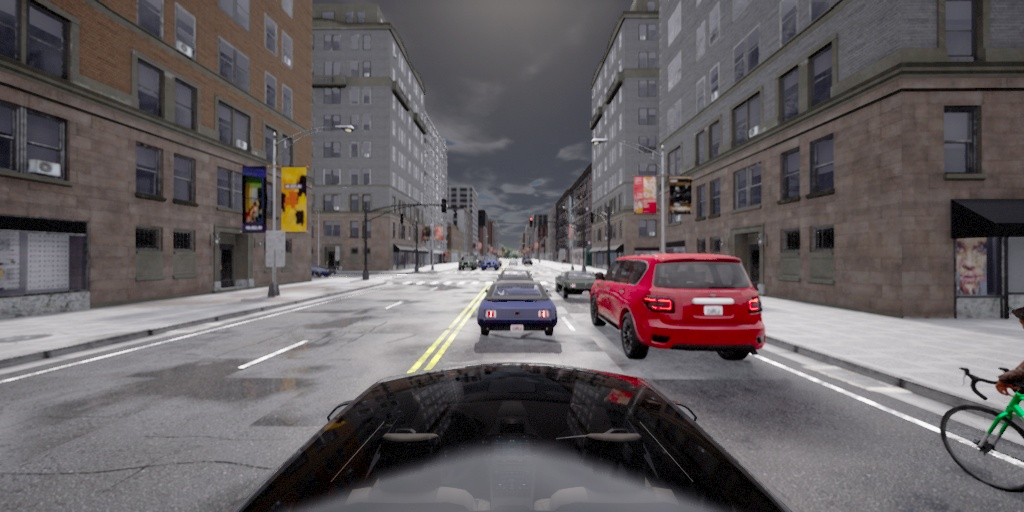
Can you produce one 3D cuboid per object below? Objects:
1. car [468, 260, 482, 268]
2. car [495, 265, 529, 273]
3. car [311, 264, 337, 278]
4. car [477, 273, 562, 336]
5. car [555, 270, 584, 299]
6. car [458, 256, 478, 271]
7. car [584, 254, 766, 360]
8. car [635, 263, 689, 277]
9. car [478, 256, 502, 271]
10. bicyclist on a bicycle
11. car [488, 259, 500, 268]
[{"bbox_3d":[-6.335,1.364,61.532,1.994,1.385,4.181,0,0,0],"label":"car"},{"bbox_3d":[0.169,1.364,19.523,1.895,1.301,4.718,0,0,0],"label":"car"},{"bbox_3d":[-19.566,1.299,33.870,5.357,1.411,2.033,0,0,1],"label":"car"},{"bbox_3d":[0.133,1.356,10.418,1.895,1.301,4.718,0,0,0],"label":"car"},{"bbox_3d":[3.314,1.362,18.261,1.895,1.301,4.718,0,0,0],"label":"car"},{"bbox_3d":[-6.388,1.015,52.126,2.150,2.045,5.566,0,0,0],"label":"car"},{"bbox_3d":[3.350,0.976,8.492,2.150,2.045,5.566,0,0,2],"label":"car"},{"bbox_3d":[15.199,1.427,36.540,4.718,1.301,1.895,0,0,0],"label":"car"},{"bbox_3d":[-3.113,1.014,51.825,2.150,2.045,5.566,0,0,2],"label":"car"},{"bbox_3d":[4.149,1.203,2.659,0.582,1.620,1.656,0,0,0],"label":"bicyclist on a bicycle"},{"bbox_3d":[-3.082,1.326,61.342,1.812,1.442,4.674,0,0,1],"label":"car"}]
